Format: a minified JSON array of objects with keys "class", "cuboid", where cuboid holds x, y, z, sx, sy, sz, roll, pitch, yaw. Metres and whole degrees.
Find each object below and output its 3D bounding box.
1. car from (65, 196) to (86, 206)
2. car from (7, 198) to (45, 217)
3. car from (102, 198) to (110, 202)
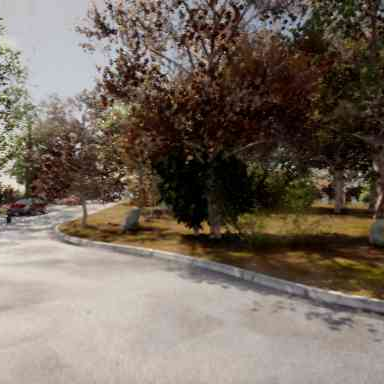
[{"class":"car","cuboid":[-17.469,1.119,50.026,2.097,1.767,4.553,-1,1,-4]},{"class":"car","cuboid":[-15.990,1.383,32.273,2.097,1.767,4.553,-1,1,-5]},{"class":"car","cuboid":[-14.640,1.101,58.897,1.837,1.490,4.892,-1,1,-5]}]
